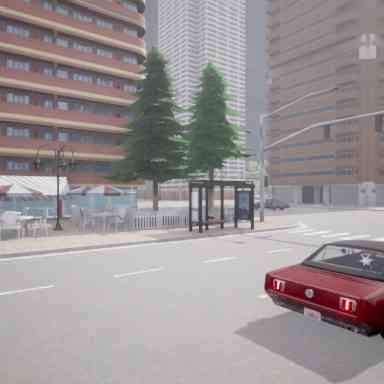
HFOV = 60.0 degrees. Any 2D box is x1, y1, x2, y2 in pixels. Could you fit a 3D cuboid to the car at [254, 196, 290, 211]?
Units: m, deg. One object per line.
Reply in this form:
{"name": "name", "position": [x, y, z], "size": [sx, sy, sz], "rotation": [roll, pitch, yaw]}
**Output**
{"name": "car", "position": [9.970, 1.603, 42.742], "size": [2.033, 1.411, 5.357], "rotation": [0, 0, -36]}

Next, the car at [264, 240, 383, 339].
{"name": "car", "position": [3.663, 1.601, 6.421], "size": [4.718, 1.301, 1.895], "rotation": [0, 0, -36]}
